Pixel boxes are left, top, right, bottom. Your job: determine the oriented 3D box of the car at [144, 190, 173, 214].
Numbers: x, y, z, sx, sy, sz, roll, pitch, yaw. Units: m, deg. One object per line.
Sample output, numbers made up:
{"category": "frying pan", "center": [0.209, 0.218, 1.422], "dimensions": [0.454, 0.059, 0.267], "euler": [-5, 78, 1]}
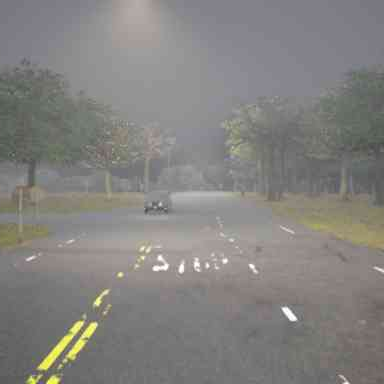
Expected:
{"category": "car", "center": [-3.069, 0.859, 31.220], "dimensions": [2.150, 2.045, 5.566], "euler": [-1, 3, 2]}
